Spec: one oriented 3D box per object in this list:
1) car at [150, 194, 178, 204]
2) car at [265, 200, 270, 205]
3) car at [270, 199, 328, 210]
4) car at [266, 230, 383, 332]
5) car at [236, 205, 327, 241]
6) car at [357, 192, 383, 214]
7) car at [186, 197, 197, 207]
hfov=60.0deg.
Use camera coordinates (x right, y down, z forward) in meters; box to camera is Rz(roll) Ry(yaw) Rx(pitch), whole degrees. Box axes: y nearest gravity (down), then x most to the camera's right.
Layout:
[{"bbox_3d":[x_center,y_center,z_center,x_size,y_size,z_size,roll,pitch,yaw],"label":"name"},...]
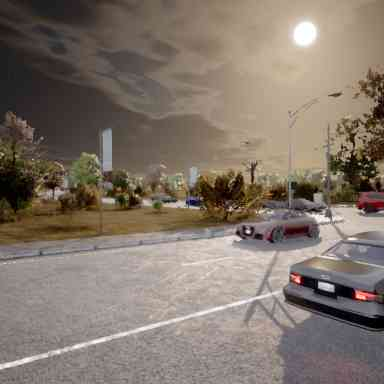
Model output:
[{"bbox_3d":[-4.582,1.372,58.288,2.033,1.411,5.357,-1,0,-38],"label":"car"},{"bbox_3d":[8.428,1.169,42.129,2.097,1.767,4.553,-1,0,-39],"label":"car"},{"bbox_3d":[10.832,1.386,33.404,2.033,1.411,5.357,0,0,-35],"label":"car"},{"bbox_3d":[4.143,1.528,6.719,5.357,1.411,2.033,0,0,-36],"label":"car"},{"bbox_3d":[4.038,1.513,15.491,4.181,1.385,1.994,0,0,-35],"label":"car"},{"bbox_3d":[18.362,1.029,30.830,5.566,2.045,2.150,0,0,42],"label":"car"},{"bbox_3d":[1.215,1.321,45.495,1.882,1.535,5.008,-1,0,-39],"label":"car"}]
